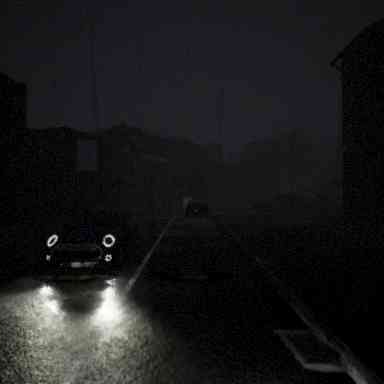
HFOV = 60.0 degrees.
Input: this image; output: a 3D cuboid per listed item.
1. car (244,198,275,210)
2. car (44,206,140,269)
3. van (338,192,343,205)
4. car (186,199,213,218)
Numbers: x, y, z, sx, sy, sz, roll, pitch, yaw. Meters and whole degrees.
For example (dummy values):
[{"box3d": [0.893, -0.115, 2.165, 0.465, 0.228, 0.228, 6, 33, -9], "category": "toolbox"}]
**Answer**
[{"box3d": [8.551, 1.511, 40.802, 4.902, 1.511, 2.128, 0, -2, -38], "category": "car"}, {"box3d": [-3.089, 1.331, 11.115, 2.097, 1.767, 4.553, 0, 1, 0], "category": "car"}, {"box3d": [23.690, 1.030, 53.690, 1.878, 1.987, 4.442, -3, -1, -12], "category": "van"}, {"box3d": [0.684, 1.295, 28.539, 1.882, 1.535, 5.008, 0, 0, 8], "category": "car"}]
